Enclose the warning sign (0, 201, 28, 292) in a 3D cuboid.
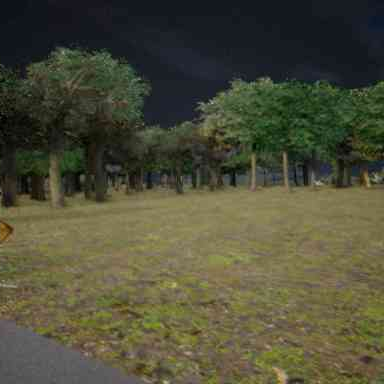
[{"bbox_3d":[-4.452,1.150,7.084,1.060,1.860,1.300,-2,0,35],"label":"warning sign"}]
